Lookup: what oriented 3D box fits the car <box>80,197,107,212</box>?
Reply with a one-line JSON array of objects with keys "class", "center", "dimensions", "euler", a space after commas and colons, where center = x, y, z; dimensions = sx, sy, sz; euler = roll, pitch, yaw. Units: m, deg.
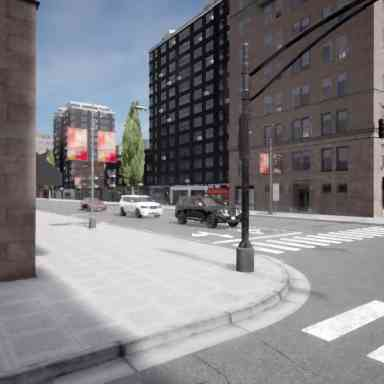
[{"class": "car", "center": [-12.224, 1.502, 41.178], "dimensions": [2.097, 1.767, 4.553], "euler": [0, 0, -36]}]

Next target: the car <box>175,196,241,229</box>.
[{"class": "car", "center": [0.951, 1.286, 22.912], "dimensions": [2.150, 2.045, 5.566], "euler": [0, 0, -36]}]

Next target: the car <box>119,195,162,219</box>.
[{"class": "car", "center": [-4.919, 1.322, 31.042], "dimensions": [2.150, 2.045, 5.566], "euler": [0, 0, -36]}]
